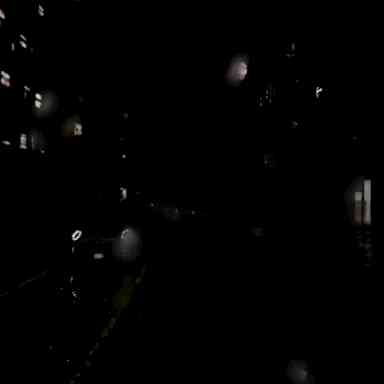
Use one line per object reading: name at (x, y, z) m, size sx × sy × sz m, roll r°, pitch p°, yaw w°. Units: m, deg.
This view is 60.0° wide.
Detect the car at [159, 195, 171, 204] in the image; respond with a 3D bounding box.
car at (-5.355, 1.541, 64.521) m, size 1.752 × 1.417 × 4.829 m, roll -1°, pitch 0°, yaw 0°

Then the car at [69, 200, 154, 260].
car at (-2.845, 1.356, 12.348) m, size 2.097 × 1.767 × 4.553 m, roll 0°, pitch 0°, yaw 0°

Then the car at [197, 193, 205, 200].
car at (2.510, 1.330, 92.460) m, size 2.192 × 1.841 × 5.009 m, roll -1°, pitch 0°, yaw 0°

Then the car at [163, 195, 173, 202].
car at (-5.361, 1.456, 75.789) m, size 1.967 × 1.590 × 4.097 m, roll -1°, pitch 0°, yaw 0°

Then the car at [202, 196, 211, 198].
car at (2.536, 1.577, 42.519) m, size 1.947 × 1.339 × 4.313 m, roll -1°, pitch 0°, yaw 0°

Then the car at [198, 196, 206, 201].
car at (2.518, 1.597, 81.362) m, size 1.802 × 1.307 × 4.206 m, roll -1°, pitch 0°, yaw 0°

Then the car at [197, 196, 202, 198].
car at (0.078, 1.613, 45.322) m, size 1.895 × 1.301 × 4.718 m, roll 0°, pitch 0°, yaw -1°

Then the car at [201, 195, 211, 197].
car at (2.534, 1.562, 48.068) m, size 2.008 × 1.369 × 4.403 m, roll -1°, pitch 0°, yaw 0°

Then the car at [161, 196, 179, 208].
car at (-2.857, 1.613, 47.459) m, size 1.895 × 1.301 × 4.718 m, roll 0°, pitch 0°, yaw 0°

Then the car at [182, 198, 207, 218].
car at (0.090, 1.535, 30.069) m, size 1.812 × 1.442 × 4.674 m, roll 0°, pitch 0°, yaw 0°

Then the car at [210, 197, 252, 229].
car at (2.544, 1.321, 20.324) m, size 2.192 × 1.841 × 5.009 m, roll -1°, pitch 0°, yaw 0°

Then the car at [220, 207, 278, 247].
car at (2.549, 1.570, 14.774) m, size 1.947 × 1.339 × 4.313 m, roll -1°, pitch 0°, yaw 0°

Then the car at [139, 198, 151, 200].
car at (-5.343, 1.452, 36.945) m, size 1.967 × 1.590 × 4.097 m, roll -1°, pitch 0°, yaw 0°

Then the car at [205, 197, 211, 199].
car at (2.539, 1.592, 36.971) m, size 1.802 × 1.307 × 4.206 m, roll -1°, pitch 0°, yaw 0°

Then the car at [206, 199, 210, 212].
car at (2.542, 1.591, 31.421) m, size 1.802 × 1.307 × 4.206 m, roll -1°, pitch 0°, yaw 0°

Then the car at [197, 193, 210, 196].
car at (2.525, 1.328, 59.167) m, size 2.192 × 1.841 × 5.009 m, roll -1°, pitch 0°, yaw 0°

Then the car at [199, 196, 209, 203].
car at (2.523, 1.540, 70.434) m, size 1.752 × 1.417 × 4.829 m, roll -1°, pitch 0°, yaw 0°

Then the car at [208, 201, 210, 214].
car at (2.544, 1.558, 25.872) m, size 2.008 × 1.369 × 4.403 m, roll -1°, pitch 0°, yaw 0°
